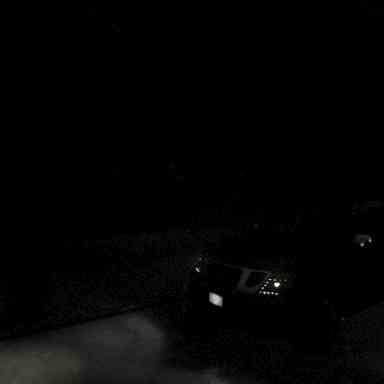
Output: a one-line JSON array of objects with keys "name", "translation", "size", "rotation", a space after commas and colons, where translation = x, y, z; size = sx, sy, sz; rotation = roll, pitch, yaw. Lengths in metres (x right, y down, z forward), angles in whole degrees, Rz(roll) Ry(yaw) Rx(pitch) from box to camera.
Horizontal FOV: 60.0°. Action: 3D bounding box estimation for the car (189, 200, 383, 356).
[{"name": "car", "translation": [2.608, 1.200, 6.399], "size": [5.566, 2.045, 2.150], "rotation": [0, 0, -35]}]
